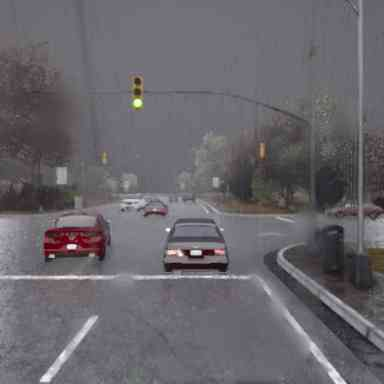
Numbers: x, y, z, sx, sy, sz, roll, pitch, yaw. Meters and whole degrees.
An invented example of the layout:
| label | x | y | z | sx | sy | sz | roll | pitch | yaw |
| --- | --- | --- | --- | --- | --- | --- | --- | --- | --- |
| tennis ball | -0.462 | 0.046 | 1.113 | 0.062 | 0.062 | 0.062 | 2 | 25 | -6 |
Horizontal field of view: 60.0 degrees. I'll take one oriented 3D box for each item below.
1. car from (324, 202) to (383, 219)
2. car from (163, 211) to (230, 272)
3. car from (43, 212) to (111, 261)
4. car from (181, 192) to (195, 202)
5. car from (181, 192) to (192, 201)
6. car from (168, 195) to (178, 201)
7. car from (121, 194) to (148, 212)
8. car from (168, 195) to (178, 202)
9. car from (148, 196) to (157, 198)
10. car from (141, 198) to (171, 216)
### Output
| label | x | y | z | sx | sy | sz | roll | pitch | yaw |
| --- | --- | --- | --- | --- | --- | --- | --- | --- | --- |
| car | 13.683 | 1.546 | 28.291 | 4.674 | 1.442 | 1.812 | 0 | 0 | -3 |
| car | 0.100 | 1.555 | 10.762 | 2.033 | 1.411 | 5.357 | 0 | 0 | 0 |
| car | -4.130 | 1.487 | 12.453 | 1.882 | 1.535 | 5.008 | 1 | 0 | -12 |
| car | -0.544 | 1.174 | 71.980 | 2.150 | 2.045 | 5.566 | 0 | 0 | -4 |
| car | -1.352 | 1.112 | 82.316 | 2.150 | 2.045 | 5.566 | 0 | 0 | -7 |
| car | -4.795 | 1.415 | 81.584 | 2.128 | 1.511 | 4.902 | 0 | 0 | -7 |
| car | -7.102 | 1.251 | 40.350 | 2.150 | 2.045 | 5.566 | 0 | 0 | 0 |
| car | -4.028 | 1.476 | 71.559 | 2.128 | 1.511 | 4.902 | 0 | 0 | -4 |
| car | -7.064 | 1.519 | 50.520 | 2.128 | 1.511 | 4.902 | 0 | 0 | 0 |
| car | -3.406 | 1.588 | 32.431 | 1.994 | 1.385 | 4.181 | 0 | 0 | 0 |
